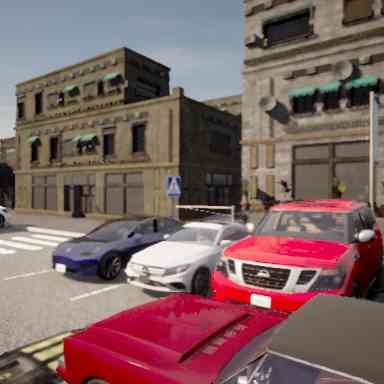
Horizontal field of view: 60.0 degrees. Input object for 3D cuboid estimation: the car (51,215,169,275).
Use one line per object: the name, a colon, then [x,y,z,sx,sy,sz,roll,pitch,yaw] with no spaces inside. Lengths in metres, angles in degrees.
car: [-1.888,1.498,10.272,2.163,1.488,4.792,0,0,36]

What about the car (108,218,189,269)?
car: [0.375,1.513,8.694,2.002,1.452,4.674,0,0,36]

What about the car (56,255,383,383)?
car: [1.003,1.600,2.663,4.718,1.301,1.895,0,0,36]

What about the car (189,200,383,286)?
car: [2.602,1.226,7.065,2.435,2.045,5.566,0,0,36]

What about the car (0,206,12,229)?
car: [-13.073,1.179,18.333,2.435,2.045,5.566,0,0,36]
